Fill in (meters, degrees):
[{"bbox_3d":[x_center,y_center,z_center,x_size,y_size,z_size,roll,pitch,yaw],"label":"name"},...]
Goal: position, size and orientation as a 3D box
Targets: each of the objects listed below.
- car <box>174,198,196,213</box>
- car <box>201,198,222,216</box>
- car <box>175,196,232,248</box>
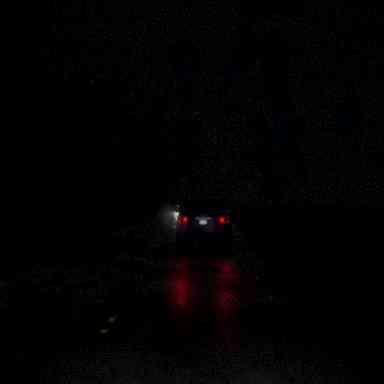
[{"bbox_3d":[-0.716,1.437,37.970,1.837,1.490,4.892,0,0,6],"label":"car"},{"bbox_3d":[1.974,1.424,32.589,1.882,1.535,5.008,0,0,6],"label":"car"},{"bbox_3d":[0.579,1.199,14.884,2.150,2.045,5.566,0,0,3],"label":"car"}]
